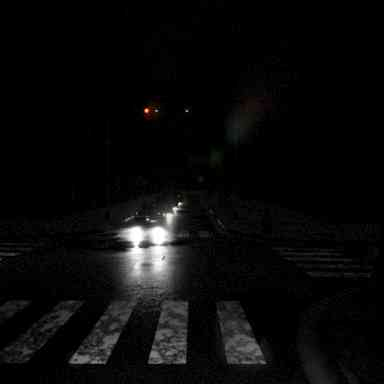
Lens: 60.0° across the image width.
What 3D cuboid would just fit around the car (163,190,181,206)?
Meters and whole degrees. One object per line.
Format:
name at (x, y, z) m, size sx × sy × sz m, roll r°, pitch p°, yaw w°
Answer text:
car at (-2.864, 0.731, 42.898) m, size 2.150 × 2.045 × 5.566 m, roll 0°, pitch 1°, yaw 0°

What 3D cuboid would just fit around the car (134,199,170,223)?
car at (-2.863, 1.425, 23.674) m, size 1.895 × 1.301 × 4.718 m, roll 0°, pitch 1°, yaw 0°

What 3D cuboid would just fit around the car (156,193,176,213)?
car at (-2.867, 1.183, 33.044) m, size 1.837 × 1.490 × 4.892 m, roll 0°, pitch 1°, yaw 0°

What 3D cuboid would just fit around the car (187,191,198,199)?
car at (0.069, 0.486, 65.919) m, size 1.882 × 1.535 × 5.008 m, roll 0°, pitch 1°, yaw 0°

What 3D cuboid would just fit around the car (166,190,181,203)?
car at (-2.831, 0.666, 52.751) m, size 2.097 × 1.767 × 4.553 m, roll 0°, pitch 1°, yaw 0°
